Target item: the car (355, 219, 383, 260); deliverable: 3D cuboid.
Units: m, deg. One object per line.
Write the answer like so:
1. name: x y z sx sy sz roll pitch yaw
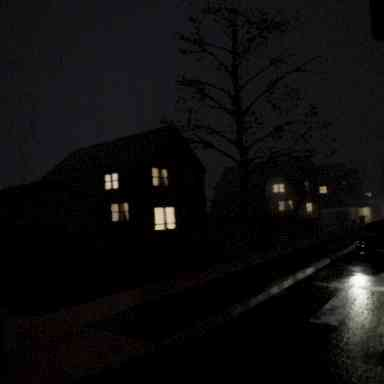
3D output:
1. car: 8.312 1.903 14.096 1.882 1.535 5.008 -6 -5 37
